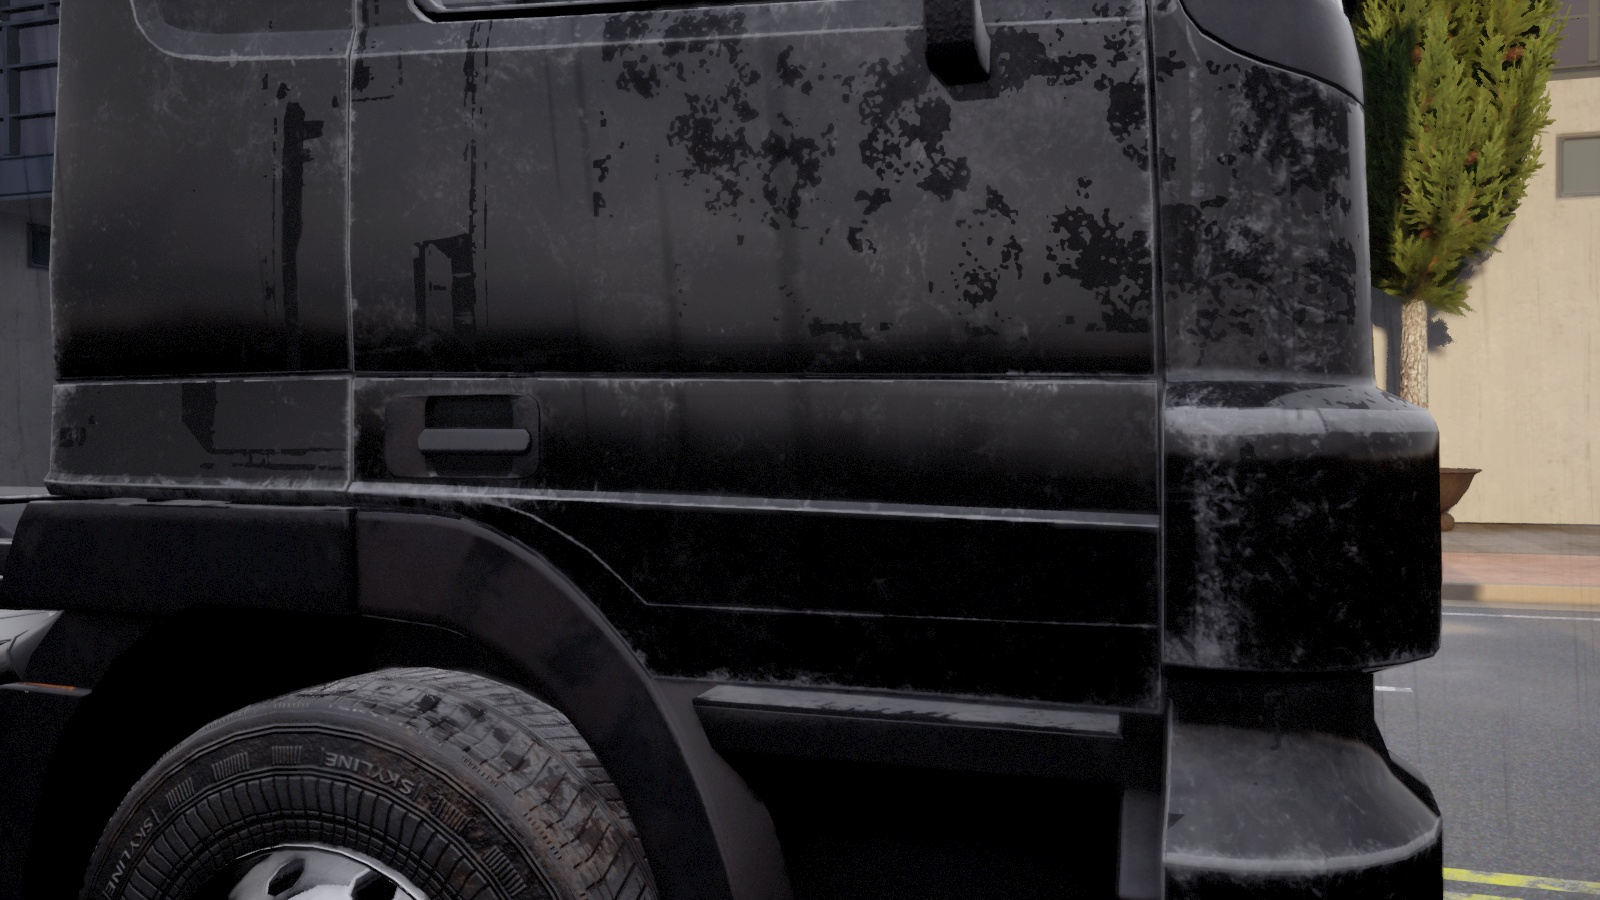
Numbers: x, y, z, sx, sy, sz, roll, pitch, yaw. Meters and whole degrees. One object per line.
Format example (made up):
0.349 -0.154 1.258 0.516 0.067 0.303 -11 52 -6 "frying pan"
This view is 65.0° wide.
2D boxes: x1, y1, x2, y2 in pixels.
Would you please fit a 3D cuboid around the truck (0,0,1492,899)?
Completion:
-2.510 -0.230 4.057 7.936 3.462 2.891 1 1 19 "truck"
